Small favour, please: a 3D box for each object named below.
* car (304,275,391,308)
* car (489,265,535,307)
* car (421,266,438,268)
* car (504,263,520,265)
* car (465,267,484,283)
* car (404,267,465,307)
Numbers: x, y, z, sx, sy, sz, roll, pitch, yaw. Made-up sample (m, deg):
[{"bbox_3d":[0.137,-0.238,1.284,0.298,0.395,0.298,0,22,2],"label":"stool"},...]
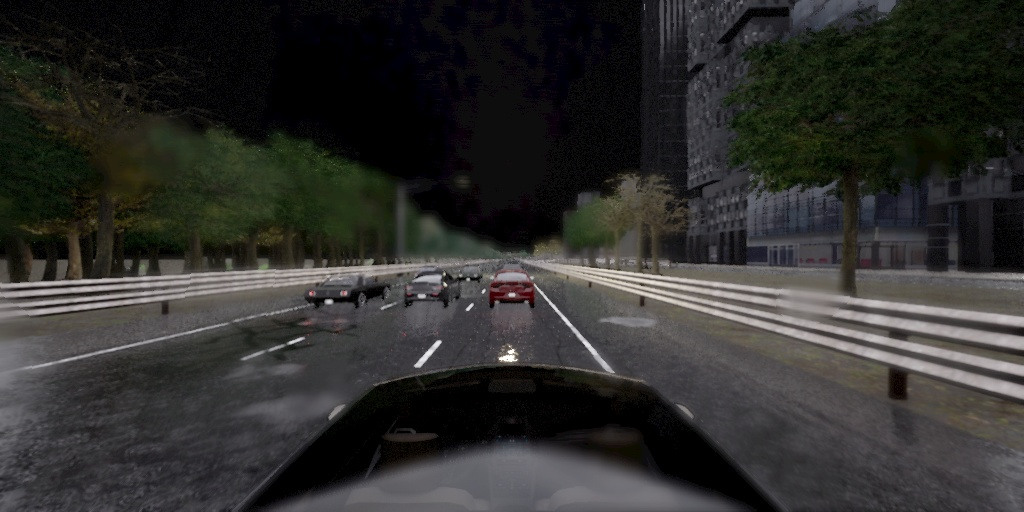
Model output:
[{"bbox_3d":[-7.001,1.483,15.953,1.895,1.301,4.718,0,0,0],"label":"car"},{"bbox_3d":[0.004,1.363,16.335,1.882,1.535,5.008,0,0,0],"label":"car"},{"bbox_3d":[-7.004,1.563,30.838,2.033,1.411,5.357,0,0,0],"label":"car"},{"bbox_3d":[-0.002,1.367,30.925,2.097,1.767,4.553,0,-1,0],"label":"car"},{"bbox_3d":[-3.502,1.618,30.957,1.895,1.301,4.718,0,0,0],"label":"car"},{"bbox_3d":[-3.496,1.411,16.241,1.812,1.442,4.674,0,0,0],"label":"car"}]
